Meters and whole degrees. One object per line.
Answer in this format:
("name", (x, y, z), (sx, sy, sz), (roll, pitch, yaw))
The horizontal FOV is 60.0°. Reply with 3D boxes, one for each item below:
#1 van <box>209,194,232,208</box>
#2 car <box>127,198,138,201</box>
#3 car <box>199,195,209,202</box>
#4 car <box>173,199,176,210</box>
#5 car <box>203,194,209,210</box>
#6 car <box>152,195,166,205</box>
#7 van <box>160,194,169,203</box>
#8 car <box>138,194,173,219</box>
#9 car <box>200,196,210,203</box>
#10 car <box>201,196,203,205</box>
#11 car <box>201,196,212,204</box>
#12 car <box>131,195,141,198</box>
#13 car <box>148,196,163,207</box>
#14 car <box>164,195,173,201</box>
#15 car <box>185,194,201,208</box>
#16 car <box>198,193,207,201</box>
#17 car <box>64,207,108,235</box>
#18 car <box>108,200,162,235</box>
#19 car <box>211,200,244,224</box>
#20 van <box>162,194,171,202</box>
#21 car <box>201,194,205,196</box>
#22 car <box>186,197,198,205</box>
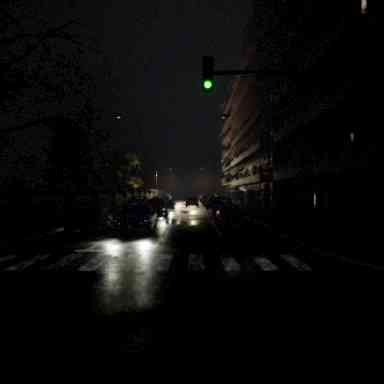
("van", (2.694, 1.313, 30.032), (1.690, 1.788, 3.998), (0, 0, 0))
("car", (-5.686, 1.497, 29.862), (1.752, 1.417, 4.829), (0, 0, 0))
("car", (2.694, 1.416, 75.072), (1.967, 1.590, 4.097), (0, 0, 0))
("car", (-3.057, 1.460, 41.620), (2.128, 1.511, 4.902), (0, 0, 1))
("car", (2.694, 1.408, 41.292), (1.967, 1.590, 4.097), (0, 0, 0))
("car", (-5.686, 1.408, 58.182), (1.967, 1.590, 4.097), (0, 0, 0))
("van", (-5.686, 1.313, 69.443), (1.690, 1.788, 3.998), (0, 0, 0))
("car", (-3.080, 1.324, 28.998), (2.097, 1.767, 4.553), (0, 0, 0))
("car", (2.694, 1.517, 69.443), (1.887, 1.381, 4.507), (0, 0, 0))
("car", (2.693, 1.518, 46.922), (2.008, 1.369, 4.403), (0, 0, 0))
("car", (2.694, 1.520, 63.813), (2.008, 1.369, 4.403), (0, 0, 0))
("car", (-5.686, 1.284, 35.662), (2.192, 1.841, 5.009), (0, 0, 0))
("car", (-5.686, 1.407, 52.553), (1.967, 1.590, 4.097), (0, 0, 0))
("car", (-5.686, 1.532, 80.702), (2.008, 1.369, 4.403), (0, 0, 0))
("car", (0.002, 1.472, 47.869), (1.837, 1.490, 4.892), (0, 0, 0))
("car", (2.694, 1.303, 86.333), (2.192, 1.841, 5.009), (0, 0, 0))
("car", (-5.687, 1.545, 18.771), (1.947, 1.339, 4.313), (0, 0, 0))
("car", (-3.088, 1.457, 19.031), (1.882, 1.535, 5.008), (0, 0, 0))
("car", (2.694, 1.520, 24.401), (1.887, 1.381, 4.507), (0, 0, 0))
("van", (-5.686, 1.317, 75.072), (1.690, 1.788, 3.998), (0, 0, 0))
("car", (2.694, 1.512, 52.552), (1.887, 1.381, 4.507), (0, 0, 0))
("car", (0.003, 1.532, 57.906), (1.994, 1.385, 4.181), (0, 0, 0))
